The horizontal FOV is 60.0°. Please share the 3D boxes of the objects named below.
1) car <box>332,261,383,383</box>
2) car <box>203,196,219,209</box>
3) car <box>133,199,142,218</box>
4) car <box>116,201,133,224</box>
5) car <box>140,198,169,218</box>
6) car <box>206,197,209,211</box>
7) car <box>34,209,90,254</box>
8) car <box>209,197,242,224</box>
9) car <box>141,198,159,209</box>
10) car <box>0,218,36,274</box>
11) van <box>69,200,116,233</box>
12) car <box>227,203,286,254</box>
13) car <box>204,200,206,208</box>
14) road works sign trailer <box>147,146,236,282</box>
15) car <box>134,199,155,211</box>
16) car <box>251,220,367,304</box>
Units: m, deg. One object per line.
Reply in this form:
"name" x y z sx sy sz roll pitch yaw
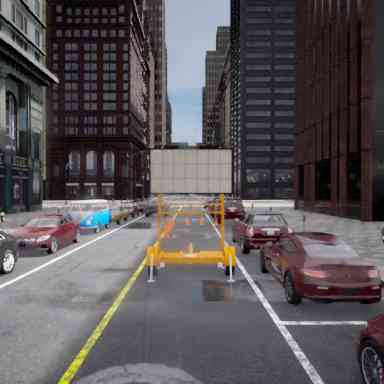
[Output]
"car" 2.755 1.582 2.194 1.802 1.307 4.206 0 0 0
"car" 2.650 1.464 47.283 1.967 1.590 4.097 0 0 0
"car" -5.835 1.591 30.352 1.802 1.307 4.206 0 0 0
"car" -5.822 1.531 24.545 1.752 1.417 4.829 0 0 0
"car" -3.069 1.557 30.248 2.033 1.411 5.357 0 0 0
"car" 2.688 1.324 30.375 2.192 1.841 5.009 0 0 0
"car" -5.796 1.583 13.443 1.802 1.307 4.206 0 0 0
"car" 2.701 1.321 24.738 2.192 1.841 5.009 0 0 0
"car" -5.874 1.575 47.262 2.008 1.369 4.403 0 0 0
"car" -5.784 1.551 7.805 2.008 1.369 4.403 0 0 0
"van" -5.810 1.344 19.079 1.690 1.788 3.998 0 0 0
"car" 2.728 1.441 13.467 1.967 1.590 4.097 0 0 0
"car" 2.676 1.579 36.011 1.947 1.339 4.313 0 0 0
"road works sign trailer" -0.023 0.465 9.713 2.380 3.560 2.880 0 0 0
"car" -5.861 1.585 41.625 1.947 1.339 4.313 0 0 0
"car" 2.741 1.582 7.831 1.802 1.307 4.206 0 0 0
